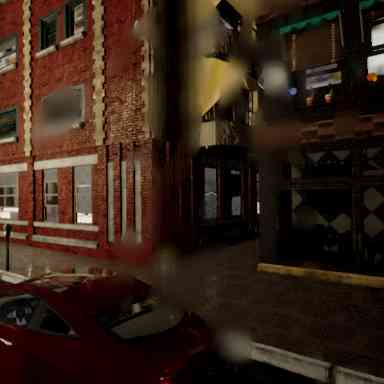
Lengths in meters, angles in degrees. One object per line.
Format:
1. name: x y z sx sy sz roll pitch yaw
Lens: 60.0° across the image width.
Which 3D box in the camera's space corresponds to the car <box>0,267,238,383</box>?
1. car: -1.500 1.582 3.923 4.206 1.307 1.802 0 -1 36
